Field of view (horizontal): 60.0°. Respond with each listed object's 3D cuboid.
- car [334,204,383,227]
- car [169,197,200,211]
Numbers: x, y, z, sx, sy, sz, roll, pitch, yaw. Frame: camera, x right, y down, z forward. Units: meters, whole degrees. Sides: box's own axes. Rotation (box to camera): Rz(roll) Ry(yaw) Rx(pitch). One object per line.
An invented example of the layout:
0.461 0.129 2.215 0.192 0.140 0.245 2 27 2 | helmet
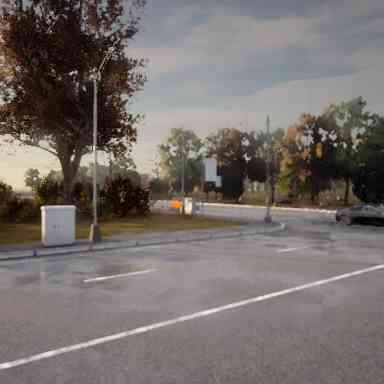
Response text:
11.329 1.536 20.624 2.128 1.511 4.902 0 0 -32 | car
-0.928 1.362 40.063 2.097 1.767 4.553 0 0 -32 | car
